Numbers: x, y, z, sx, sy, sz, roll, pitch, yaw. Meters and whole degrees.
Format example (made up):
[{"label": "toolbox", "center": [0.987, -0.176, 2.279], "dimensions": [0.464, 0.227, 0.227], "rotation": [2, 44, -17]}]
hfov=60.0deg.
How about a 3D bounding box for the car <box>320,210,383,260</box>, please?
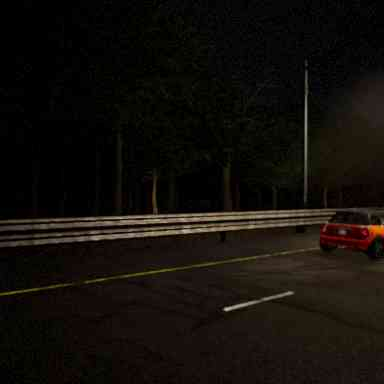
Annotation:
[{"label": "car", "center": [7.182, 1.495, 13.228], "dimensions": [4.553, 1.767, 2.097], "rotation": [1, -1, -35]}]
